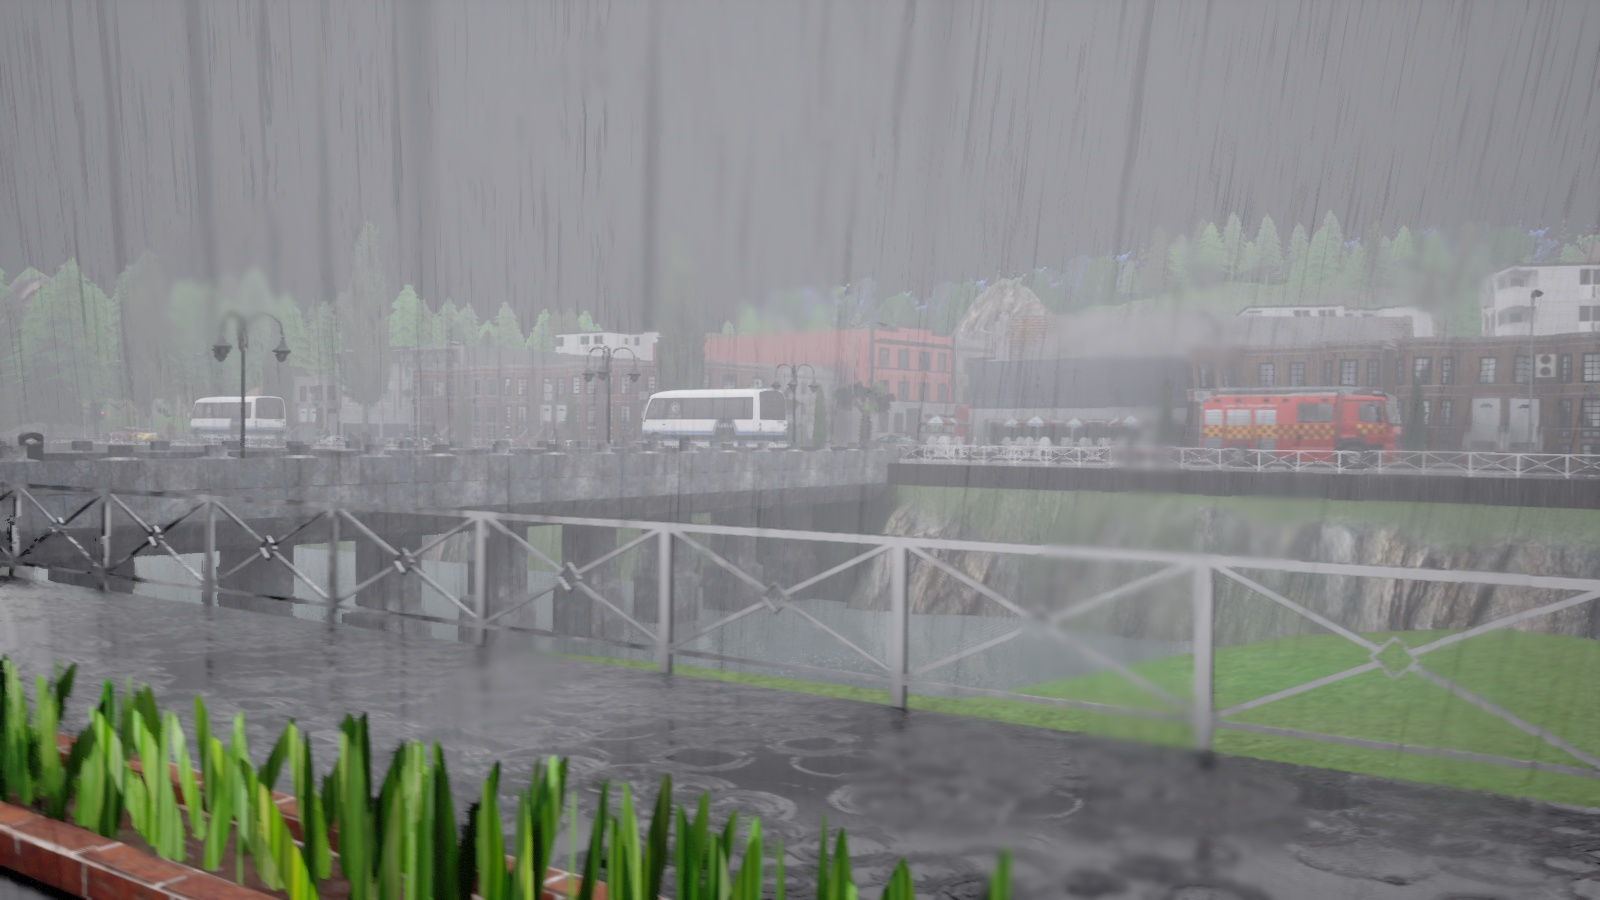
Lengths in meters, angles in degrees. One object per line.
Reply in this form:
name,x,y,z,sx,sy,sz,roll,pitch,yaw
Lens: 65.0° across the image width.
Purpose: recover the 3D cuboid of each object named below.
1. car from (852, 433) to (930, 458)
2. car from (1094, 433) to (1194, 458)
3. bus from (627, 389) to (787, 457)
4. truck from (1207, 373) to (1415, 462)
car,5.404,-0.271,74.622,4.181,1.385,1.994,0,1,35
car,18.133,-0.236,66.230,4.718,1.301,1.895,0,1,34
bus,-6.186,-1.713,82.340,10.273,4.253,3.944,0,1,35
truck,23.464,-1.436,57.862,8.468,3.827,2.891,0,1,34
